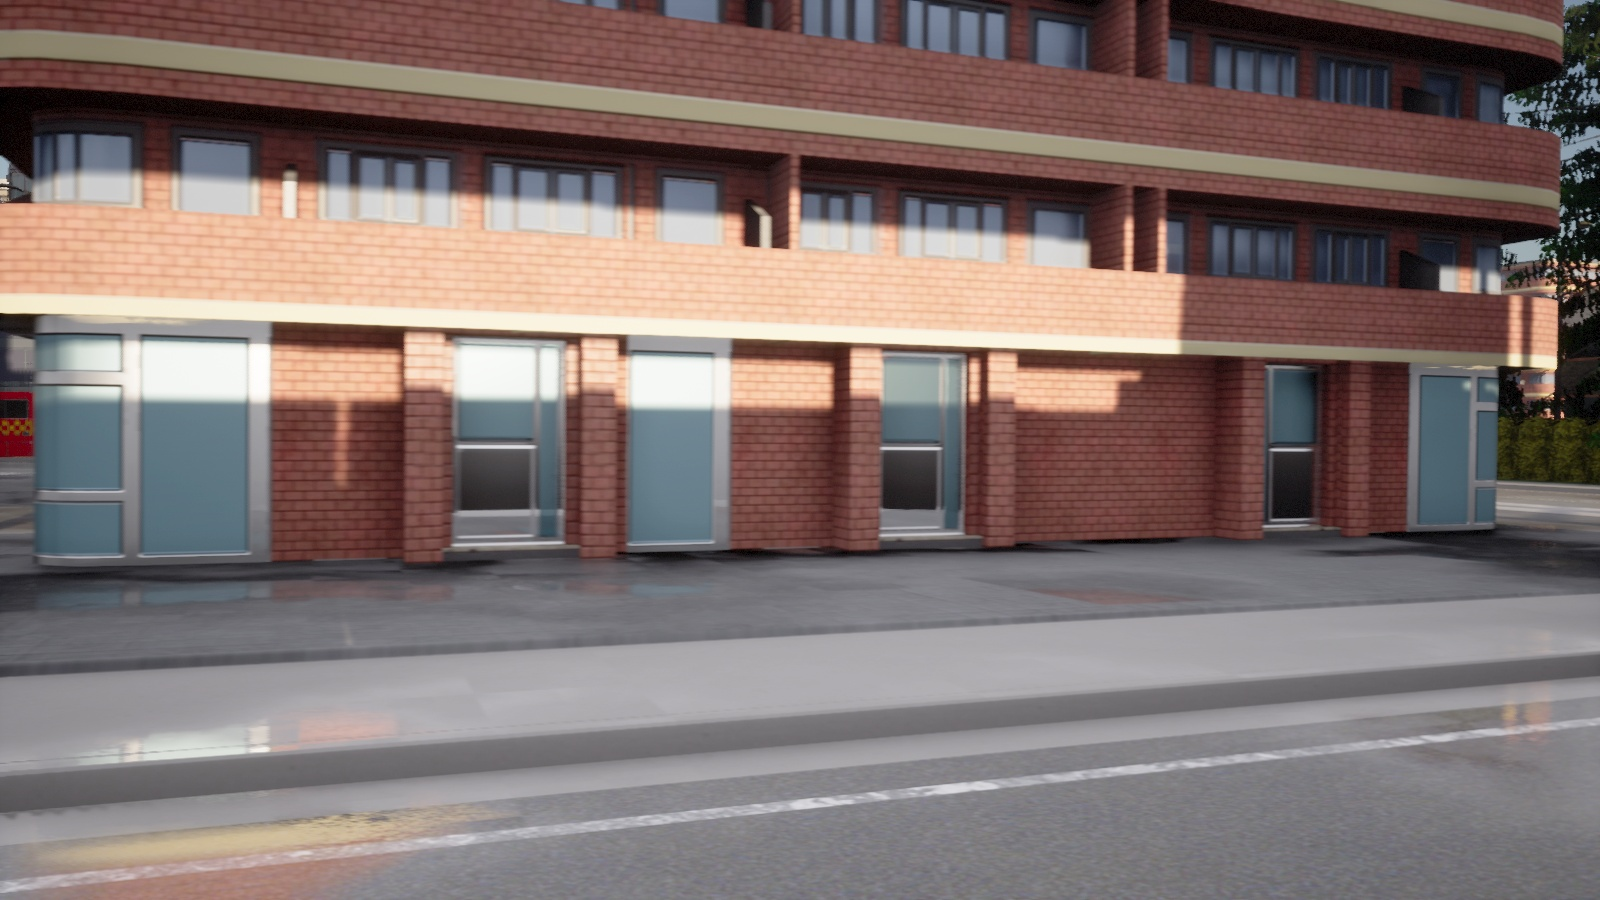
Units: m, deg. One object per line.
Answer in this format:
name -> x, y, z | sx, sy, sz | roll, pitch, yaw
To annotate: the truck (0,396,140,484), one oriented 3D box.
truck -> -35.587, -0.455, 58.181 | 8.468, 3.827, 2.891 | -2, 1, -21
